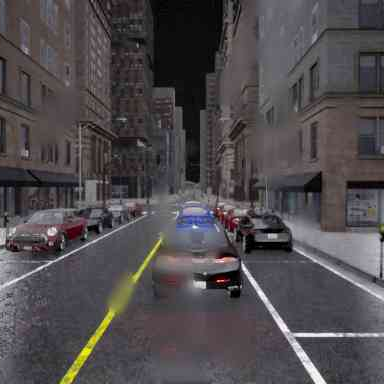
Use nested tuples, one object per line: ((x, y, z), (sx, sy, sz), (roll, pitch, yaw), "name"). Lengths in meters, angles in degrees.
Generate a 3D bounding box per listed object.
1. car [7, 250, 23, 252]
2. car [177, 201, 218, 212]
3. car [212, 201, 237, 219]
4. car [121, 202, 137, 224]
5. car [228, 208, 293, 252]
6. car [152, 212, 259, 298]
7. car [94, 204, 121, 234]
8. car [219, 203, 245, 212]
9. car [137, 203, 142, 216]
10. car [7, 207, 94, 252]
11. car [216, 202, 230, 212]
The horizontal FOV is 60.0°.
((-3.095, 1.504, 1.763), (1.837, 1.490, 4.892), (0, 0, 0), "car")
((0.159, 1.476, 18.018), (1.882, 1.535, 5.008), (0, 0, 0), "car")
((2.850, 1.544, 30.095), (1.887, 1.381, 4.507), (-1, 0, 0), "car")
((-5.693, 1.550, 24.618), (2.008, 1.369, 4.403), (-1, 0, 0), "car")
((2.796, 1.564, 13.580), (1.947, 1.339, 4.313), (-1, 0, 0), "car")
((0.126, 1.490, 8.513), (2.128, 1.511, 4.902), (0, 0, 0), "car")
((-5.711, 1.565, 19.113), (1.947, 1.339, 4.313), (-1, 0, 0), "car")
((2.814, 1.543, 19.084), (1.887, 1.381, 4.507), (-1, 0, 0), "car")
((-5.675, 1.544, 30.124), (1.887, 1.381, 4.507), (-1, 0, 0), "car")
((-5.731, 1.439, 13.608), (1.967, 1.590, 4.097), (-1, 0, 0), "car")
((2.832, 1.544, 24.590), (1.887, 1.381, 4.507), (-1, 0, 0), "car")
